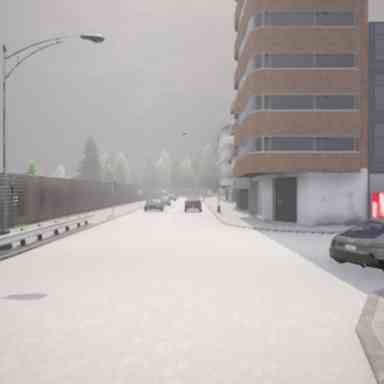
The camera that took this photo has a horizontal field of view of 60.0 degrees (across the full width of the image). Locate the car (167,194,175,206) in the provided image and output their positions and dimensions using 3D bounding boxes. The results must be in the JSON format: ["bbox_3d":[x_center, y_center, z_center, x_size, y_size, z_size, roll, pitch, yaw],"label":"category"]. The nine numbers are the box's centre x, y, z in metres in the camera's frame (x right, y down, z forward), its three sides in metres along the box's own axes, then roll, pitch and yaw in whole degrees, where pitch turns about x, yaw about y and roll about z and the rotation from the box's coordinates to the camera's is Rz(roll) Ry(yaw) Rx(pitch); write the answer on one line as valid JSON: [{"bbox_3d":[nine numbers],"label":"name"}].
[{"bbox_3d":[-4.039,1.242,48.306,2.128,1.511,4.902,0,0,0],"label":"car"}]

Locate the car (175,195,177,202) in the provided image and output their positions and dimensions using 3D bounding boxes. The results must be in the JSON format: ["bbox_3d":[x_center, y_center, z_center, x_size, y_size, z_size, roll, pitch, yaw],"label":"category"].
[{"bbox_3d":[-3.972,1.066,63.820,1.882,1.535,5.008,0,0,0],"label":"car"}]

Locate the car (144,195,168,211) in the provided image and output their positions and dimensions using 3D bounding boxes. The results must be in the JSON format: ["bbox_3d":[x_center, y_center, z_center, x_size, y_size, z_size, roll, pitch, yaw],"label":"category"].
[{"bbox_3d":[-4.064,1.374,36.666,1.994,1.385,4.181,0,0,0],"label":"car"}]

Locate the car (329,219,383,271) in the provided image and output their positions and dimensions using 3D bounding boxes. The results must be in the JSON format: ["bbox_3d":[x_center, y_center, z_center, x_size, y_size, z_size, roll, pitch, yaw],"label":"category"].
[{"bbox_3d":[6.265,1.512,10.100,4.181,1.385,1.994,0,0,-24],"label":"car"}]

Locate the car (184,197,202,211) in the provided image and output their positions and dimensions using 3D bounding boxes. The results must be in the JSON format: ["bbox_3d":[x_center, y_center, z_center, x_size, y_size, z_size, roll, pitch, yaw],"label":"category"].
[{"bbox_3d":[0.117,1.312,37.176,1.837,1.490,4.892,0,0,0],"label":"car"}]
